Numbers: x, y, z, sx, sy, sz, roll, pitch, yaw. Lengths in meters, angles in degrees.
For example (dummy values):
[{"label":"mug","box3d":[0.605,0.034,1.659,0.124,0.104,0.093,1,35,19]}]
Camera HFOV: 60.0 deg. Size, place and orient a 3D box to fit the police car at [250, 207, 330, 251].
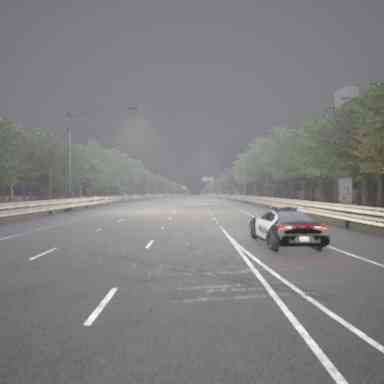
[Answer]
[{"label":"police car","box3d":[3.745,1.410,13.815,2.038,1.542,4.974,0,0,-3]}]
